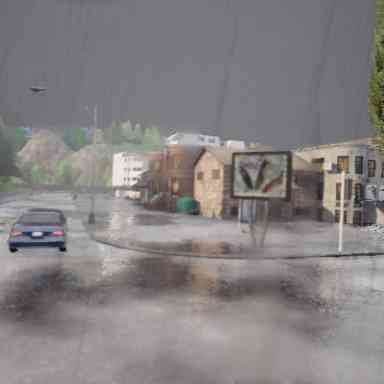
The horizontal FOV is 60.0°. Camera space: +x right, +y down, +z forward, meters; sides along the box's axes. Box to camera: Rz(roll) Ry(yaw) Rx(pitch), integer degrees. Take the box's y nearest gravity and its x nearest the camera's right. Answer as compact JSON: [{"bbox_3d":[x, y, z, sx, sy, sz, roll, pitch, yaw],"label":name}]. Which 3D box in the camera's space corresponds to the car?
[{"bbox_3d":[-5.728,1.332,12.787,2.033,1.411,5.357,2,0,-21],"label":"car"}]
